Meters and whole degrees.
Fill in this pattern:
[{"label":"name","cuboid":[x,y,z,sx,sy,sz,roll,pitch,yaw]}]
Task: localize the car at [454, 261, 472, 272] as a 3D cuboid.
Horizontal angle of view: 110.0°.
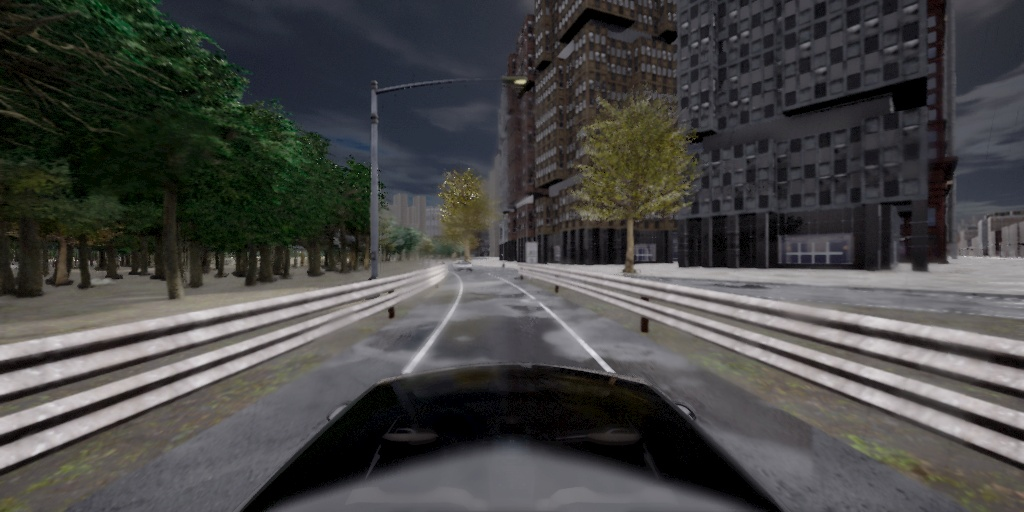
[{"label":"car","cuboid":[-6.490,1.347,47.159,1.895,1.301,4.718,0,0,-16]}]
